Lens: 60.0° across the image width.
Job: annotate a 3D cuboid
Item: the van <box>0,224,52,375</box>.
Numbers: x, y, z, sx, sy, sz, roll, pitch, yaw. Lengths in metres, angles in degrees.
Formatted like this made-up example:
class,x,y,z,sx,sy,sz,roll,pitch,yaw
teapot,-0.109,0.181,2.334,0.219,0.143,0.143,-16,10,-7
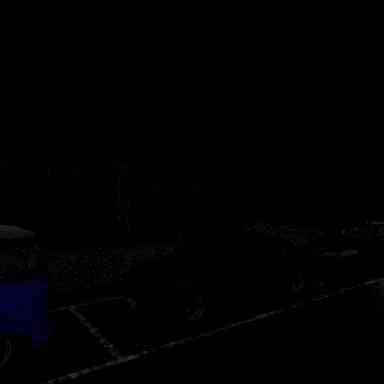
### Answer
class,x,y,z,sx,sy,sz,roll,pitch,yaw
van,-3.760,1.343,3.862,3.998,1.788,1.690,0,0,-35

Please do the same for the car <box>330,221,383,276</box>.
class,x,y,z,sx,sy,sz,roll,pitch,yaw
car,5.220,1.563,10.221,4.206,1.307,1.802,0,0,-35

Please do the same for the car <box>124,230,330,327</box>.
class,x,y,z,sx,sy,sz,roll,pitch,yaw
car,0.730,1.557,7.042,4.313,1.339,1.947,0,0,-35
